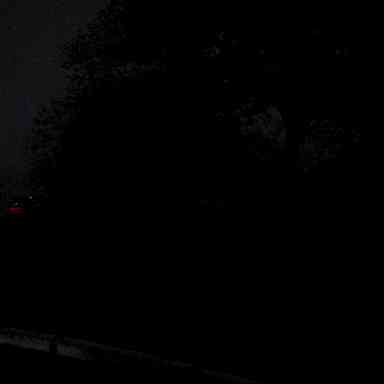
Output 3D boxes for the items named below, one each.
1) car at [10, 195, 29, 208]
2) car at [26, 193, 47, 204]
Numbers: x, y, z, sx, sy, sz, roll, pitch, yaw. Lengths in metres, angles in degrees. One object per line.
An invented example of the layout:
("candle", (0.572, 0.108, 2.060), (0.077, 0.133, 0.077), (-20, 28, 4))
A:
("car", (-21.312, 1.100, 41.767), (1.837, 1.490, 4.892), (-1, 1, -14))
("car", (-23.985, 0.969, 51.558), (2.128, 1.511, 4.902), (-1, 1, -15))
